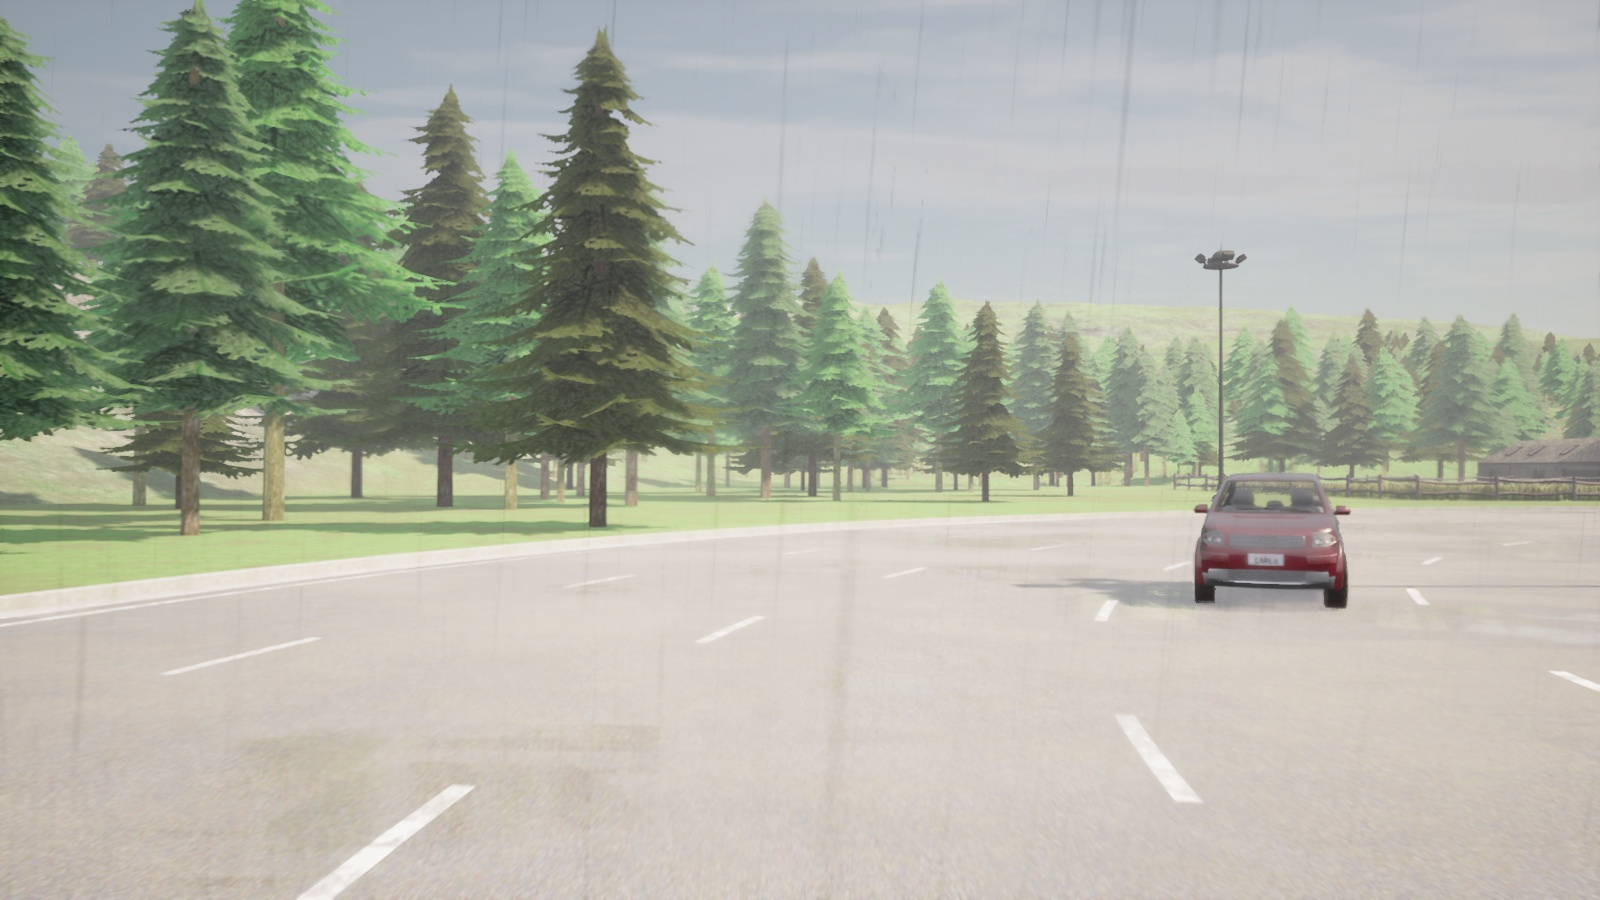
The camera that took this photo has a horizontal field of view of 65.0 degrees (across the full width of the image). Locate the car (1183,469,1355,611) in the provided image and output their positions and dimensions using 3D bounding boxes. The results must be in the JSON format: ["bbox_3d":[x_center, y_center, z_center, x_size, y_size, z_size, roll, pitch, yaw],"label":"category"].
[{"bbox_3d":[5.926,1.021,15.773,1.789,1.549,3.705,-1,-1,22],"label":"car"}]
